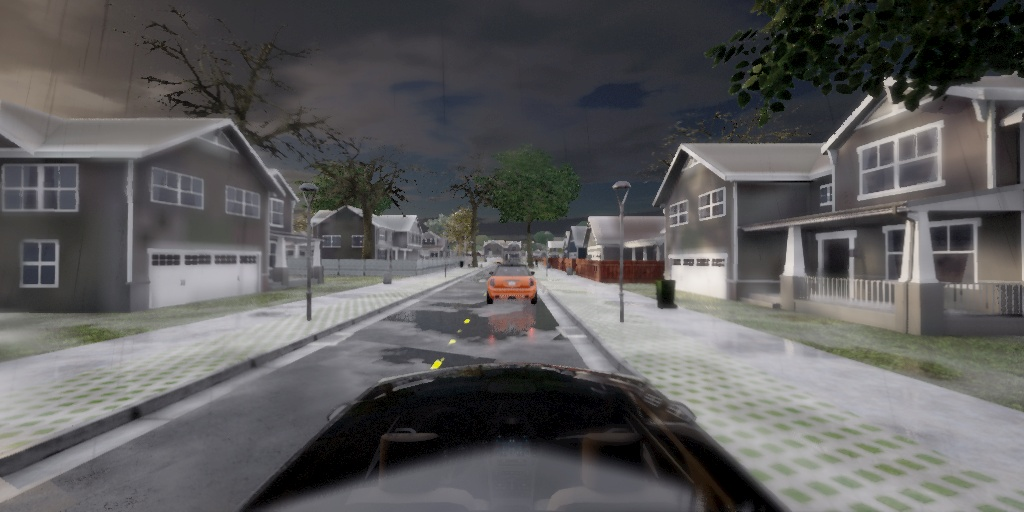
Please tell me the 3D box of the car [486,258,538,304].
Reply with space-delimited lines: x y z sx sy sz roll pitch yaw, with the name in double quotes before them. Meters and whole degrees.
"car" 0.000 1.116 16.438 2.097 1.767 4.553 0 0 0
